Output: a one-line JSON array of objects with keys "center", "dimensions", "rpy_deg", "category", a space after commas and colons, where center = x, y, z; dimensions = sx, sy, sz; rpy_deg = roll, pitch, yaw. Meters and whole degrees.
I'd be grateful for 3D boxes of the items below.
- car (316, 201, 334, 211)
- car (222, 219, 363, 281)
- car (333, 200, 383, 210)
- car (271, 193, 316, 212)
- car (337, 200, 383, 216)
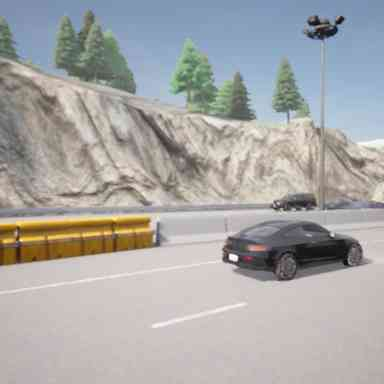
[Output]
[{"center": [16.146, 1.546, 36.344], "dimensions": [4.181, 1.385, 1.994], "rpy_deg": [0, 0, -22], "category": "car"}, {"center": [3.011, 1.517, 9.762], "dimensions": [4.674, 1.442, 1.812], "rpy_deg": [0, 0, -32], "category": "car"}, {"center": [15.018, 1.539, 28.276], "dimensions": [5.357, 1.411, 2.033], "rpy_deg": [0, 0, -24], "category": "car"}, {"center": [11.770, 1.189, 38.288], "dimensions": [5.566, 2.045, 2.150], "rpy_deg": [0, 0, -24], "category": "car"}, {"center": [17.204, 1.537, 33.047], "dimensions": [5.357, 1.411, 2.033], "rpy_deg": [0, 0, -23], "category": "car"}]
